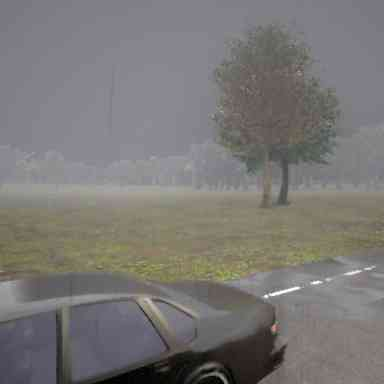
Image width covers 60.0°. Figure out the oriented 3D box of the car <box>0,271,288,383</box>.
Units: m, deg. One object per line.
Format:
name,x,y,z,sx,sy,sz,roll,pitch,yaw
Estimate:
car,-1.466,1.548,2.948,5.357,1.411,2.033,0,0,-36
